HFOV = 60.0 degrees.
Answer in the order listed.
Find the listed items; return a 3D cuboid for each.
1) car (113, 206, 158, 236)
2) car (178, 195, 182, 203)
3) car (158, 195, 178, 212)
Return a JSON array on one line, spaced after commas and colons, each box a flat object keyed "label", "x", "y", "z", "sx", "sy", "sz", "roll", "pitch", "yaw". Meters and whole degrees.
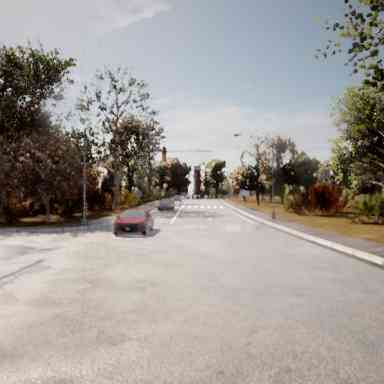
[{"label": "car", "x": -3.515, "y": 1.806, "z": 20.659, "sx": 1.882, "sy": 1.535, "sz": 5.008, "roll": 0, "pitch": -1, "yaw": 0}, {"label": "car", "x": -3.177, "y": 1.440, "z": 69.662, "sx": 1.837, "sy": 1.490, "sz": 4.892, "roll": 0, "pitch": 1, "yaw": 1}, {"label": "car", "x": -3.456, "y": 1.689, "z": 45.125, "sx": 2.097, "sy": 1.767, "sz": 4.553, "roll": 0, "pitch": 1, "yaw": 0}]
